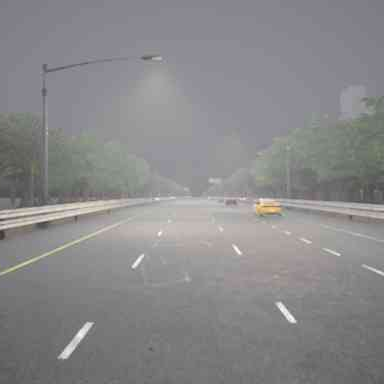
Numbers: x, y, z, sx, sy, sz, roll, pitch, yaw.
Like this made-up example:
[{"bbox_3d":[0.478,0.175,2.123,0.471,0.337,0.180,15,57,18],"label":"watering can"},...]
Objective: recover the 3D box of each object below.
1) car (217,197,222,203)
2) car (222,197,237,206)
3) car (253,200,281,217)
[{"bbox_3d":[7.315,2.055,82.859,2.033,1.411,5.357,0,-1,0],"label":"car"},{"bbox_3d":[7.166,1.724,61.830,1.882,1.535,5.008,0,-1,0],"label":"car"},{"bbox_3d":[7.035,1.505,31.657,1.882,1.535,5.008,0,0,0],"label":"car"}]
